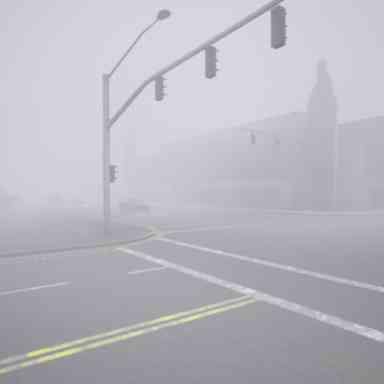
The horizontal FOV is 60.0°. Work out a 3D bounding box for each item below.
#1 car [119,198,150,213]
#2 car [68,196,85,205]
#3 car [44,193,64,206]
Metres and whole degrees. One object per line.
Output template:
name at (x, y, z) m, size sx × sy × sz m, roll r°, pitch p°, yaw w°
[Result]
car at (-6.171, 1.353, 35.444) m, size 1.882 × 1.535 × 5.008 m, roll -1°, pitch 0°, yaw -34°
car at (-19.174, 1.435, 55.009) m, size 1.994 × 1.385 × 4.181 m, roll -1°, pitch 0°, yaw -33°
car at (-21.952, 1.121, 52.911) m, size 2.150 × 2.045 × 5.566 m, roll -1°, pitch 0°, yaw -34°
